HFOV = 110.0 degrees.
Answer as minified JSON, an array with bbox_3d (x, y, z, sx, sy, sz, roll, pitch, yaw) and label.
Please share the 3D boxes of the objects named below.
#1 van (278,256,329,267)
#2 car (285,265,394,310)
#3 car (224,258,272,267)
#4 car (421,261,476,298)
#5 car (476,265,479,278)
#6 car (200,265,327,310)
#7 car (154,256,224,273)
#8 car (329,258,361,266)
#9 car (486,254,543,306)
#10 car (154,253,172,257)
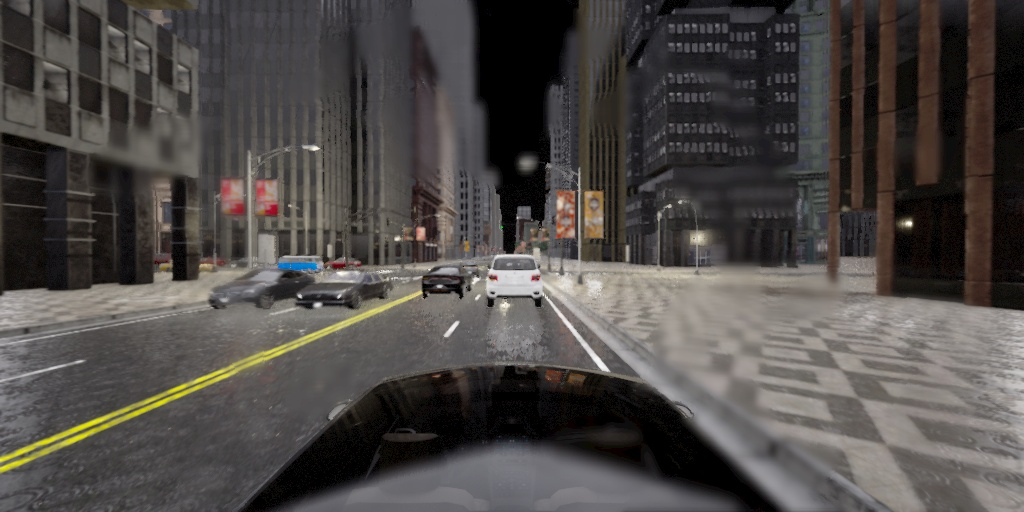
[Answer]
[{"bbox_3d":[-20.686,0.904,35.300,3.998,1.789,1.690,0,0,0],"label":"van"},{"bbox_3d":[-6.533,1.268,14.753,2.033,1.411,5.357,0,0,1],"label":"car"},{"bbox_3d":[-31.908,0.929,43.861,4.403,1.370,2.007,0,0,0],"label":"car"},{"bbox_3d":[-3.150,1.191,18.095,1.882,1.535,5.008,0,0,0],"label":"car"},{"bbox_3d":[-4.177,1.172,32.679,2.128,1.511,4.902,0,0,-14],"label":"car"},{"bbox_3d":[-9.785,1.246,14.588,1.812,1.442,4.674,0,0,0],"label":"car"},{"bbox_3d":[-31.764,0.988,35.335,4.829,1.417,1.751,0,0,0],"label":"car"},{"bbox_3d":[-20.659,0.919,43.825,4.097,1.591,1.967,0,0,0],"label":"car"},{"bbox_3d":[0.099,0.941,15.625,2.150,2.045,5.566,0,0,0],"label":"car"},{"bbox_3d":[-43.157,0.592,43.897,5.009,1.841,2.192,0,0,0],"label":"car"}]
